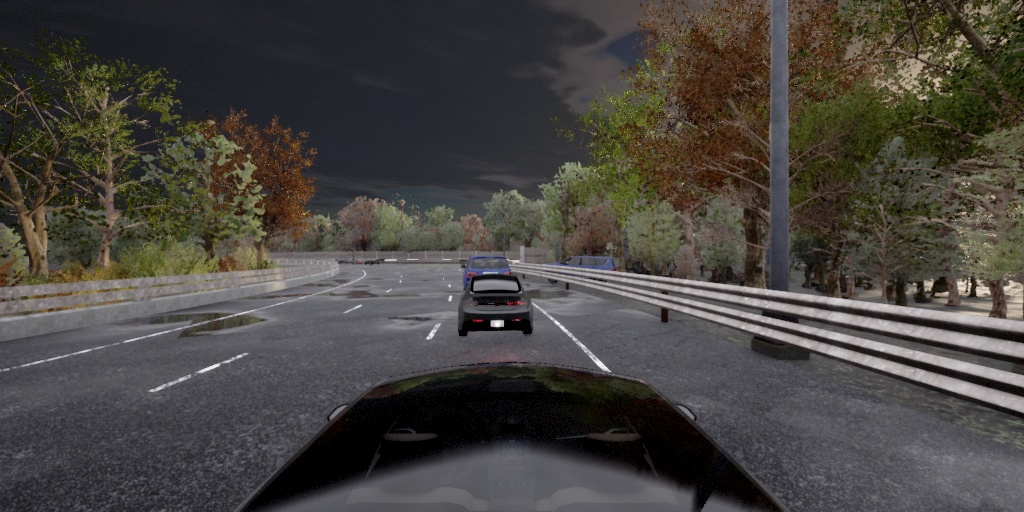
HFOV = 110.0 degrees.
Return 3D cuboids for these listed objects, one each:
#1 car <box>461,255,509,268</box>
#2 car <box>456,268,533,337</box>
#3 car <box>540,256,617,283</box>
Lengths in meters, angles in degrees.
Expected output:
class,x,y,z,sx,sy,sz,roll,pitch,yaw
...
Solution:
class,x,y,z,sx,sy,sz,roll,pitch,yaw
car,-1.319,0.973,17.864,2.150,2.045,5.566,0,0,-9
car,-0.541,1.256,10.382,1.837,1.490,4.892,0,0,-5
car,4.846,0.989,26.171,5.566,2.045,2.150,3,1,9
